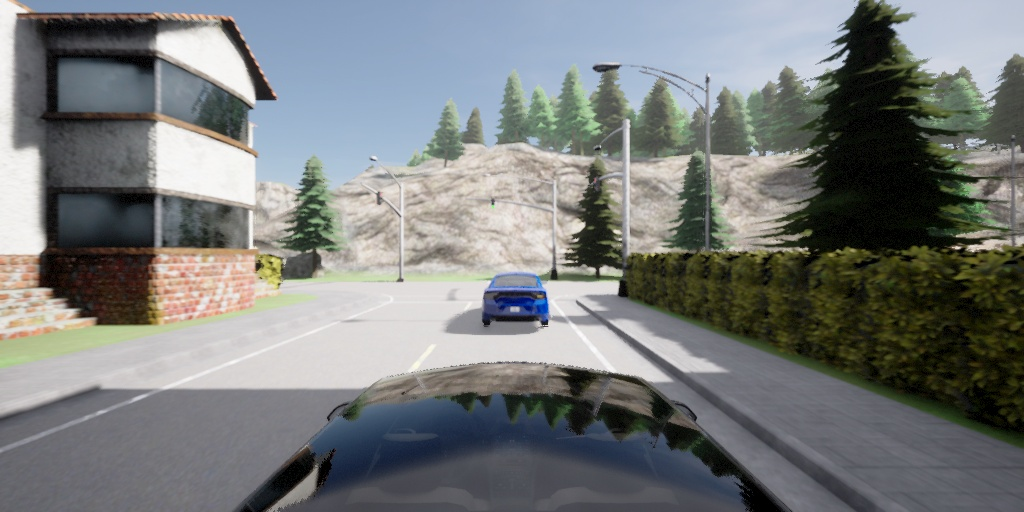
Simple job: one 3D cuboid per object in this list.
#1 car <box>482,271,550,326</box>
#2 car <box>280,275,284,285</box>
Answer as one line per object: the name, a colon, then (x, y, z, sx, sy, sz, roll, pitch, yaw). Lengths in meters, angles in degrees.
car: (0.155, 1.231, 11.727, 1.882, 1.535, 5.008, 0, 0, 2)
car: (-16.790, 1.283, 22.298, 4.674, 1.442, 1.812, 0, 0, 1)
